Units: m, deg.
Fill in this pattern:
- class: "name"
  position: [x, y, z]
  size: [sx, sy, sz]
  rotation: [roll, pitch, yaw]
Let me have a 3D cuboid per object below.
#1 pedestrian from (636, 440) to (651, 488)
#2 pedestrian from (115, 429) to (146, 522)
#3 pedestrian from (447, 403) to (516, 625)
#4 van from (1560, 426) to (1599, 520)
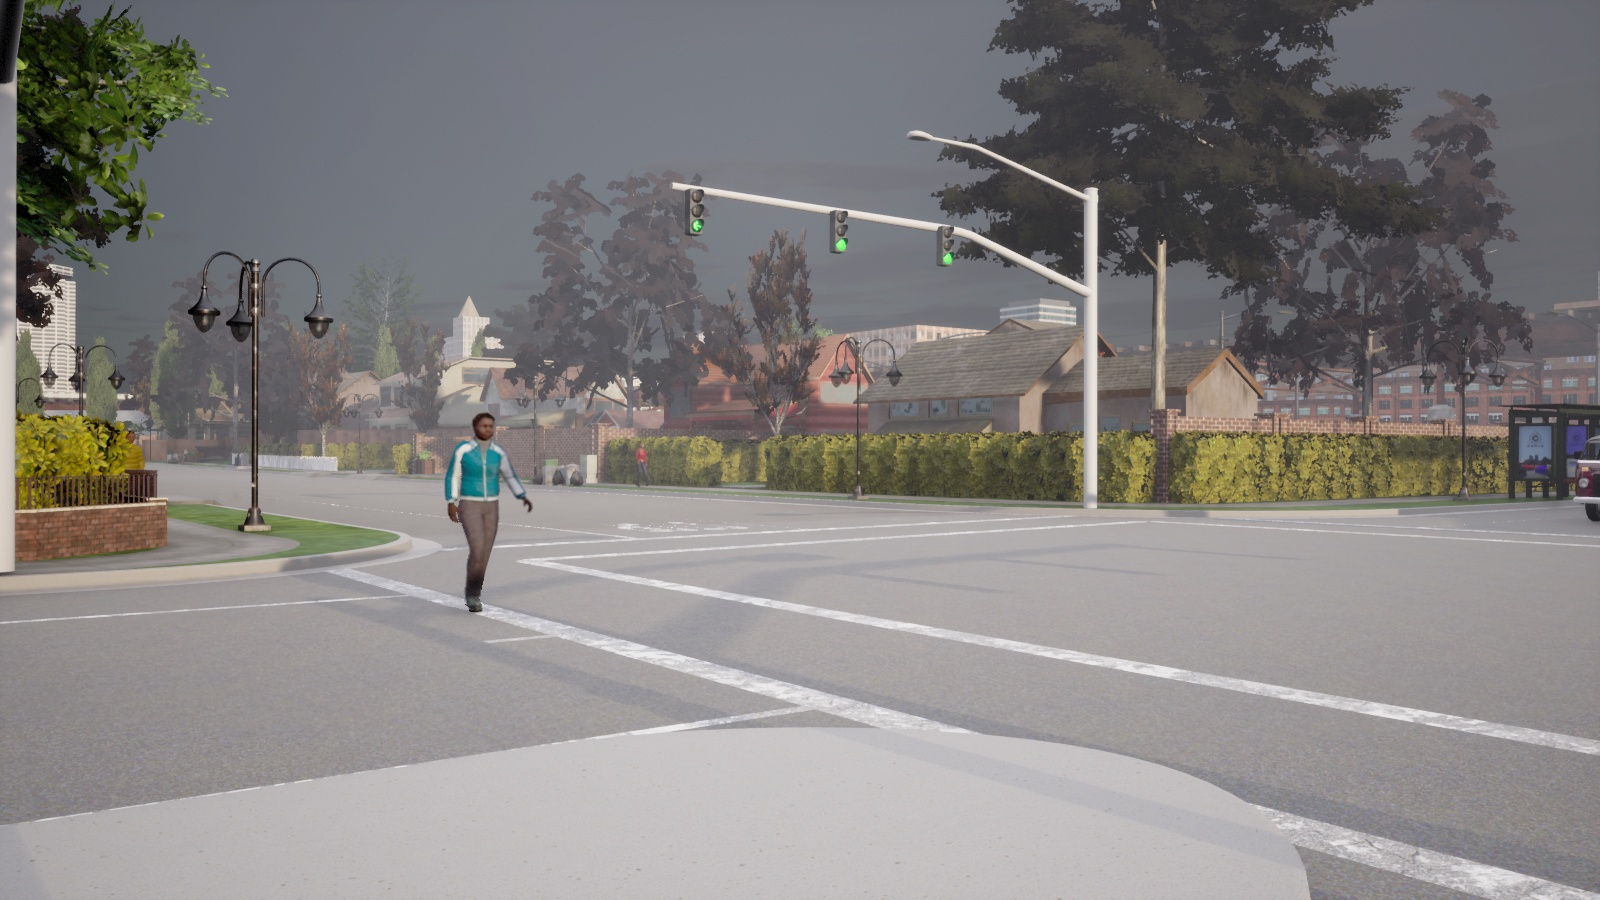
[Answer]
- class: "pedestrian"
  position: [-6.117, 0.543, 49.010]
  size: [0.331, 1.846, 0.636]
  rotation: [0, 0, -36]
- class: "pedestrian"
  position: [-13.404, 0.500, 25.146]
  size: [0.431, 1.840, 0.709]
  rotation: [0, 0, -38]
- class: "pedestrian"
  position: [-2.873, 0.556, 11.304]
  size: [0.396, 1.930, 0.692]
  rotation: [0, 0, -33]
- class: "van"
  position: [19.198, 0.497, 28.227]
  size: [4.480, 2.038, 2.069]
  rotation: [0, 0, -37]
